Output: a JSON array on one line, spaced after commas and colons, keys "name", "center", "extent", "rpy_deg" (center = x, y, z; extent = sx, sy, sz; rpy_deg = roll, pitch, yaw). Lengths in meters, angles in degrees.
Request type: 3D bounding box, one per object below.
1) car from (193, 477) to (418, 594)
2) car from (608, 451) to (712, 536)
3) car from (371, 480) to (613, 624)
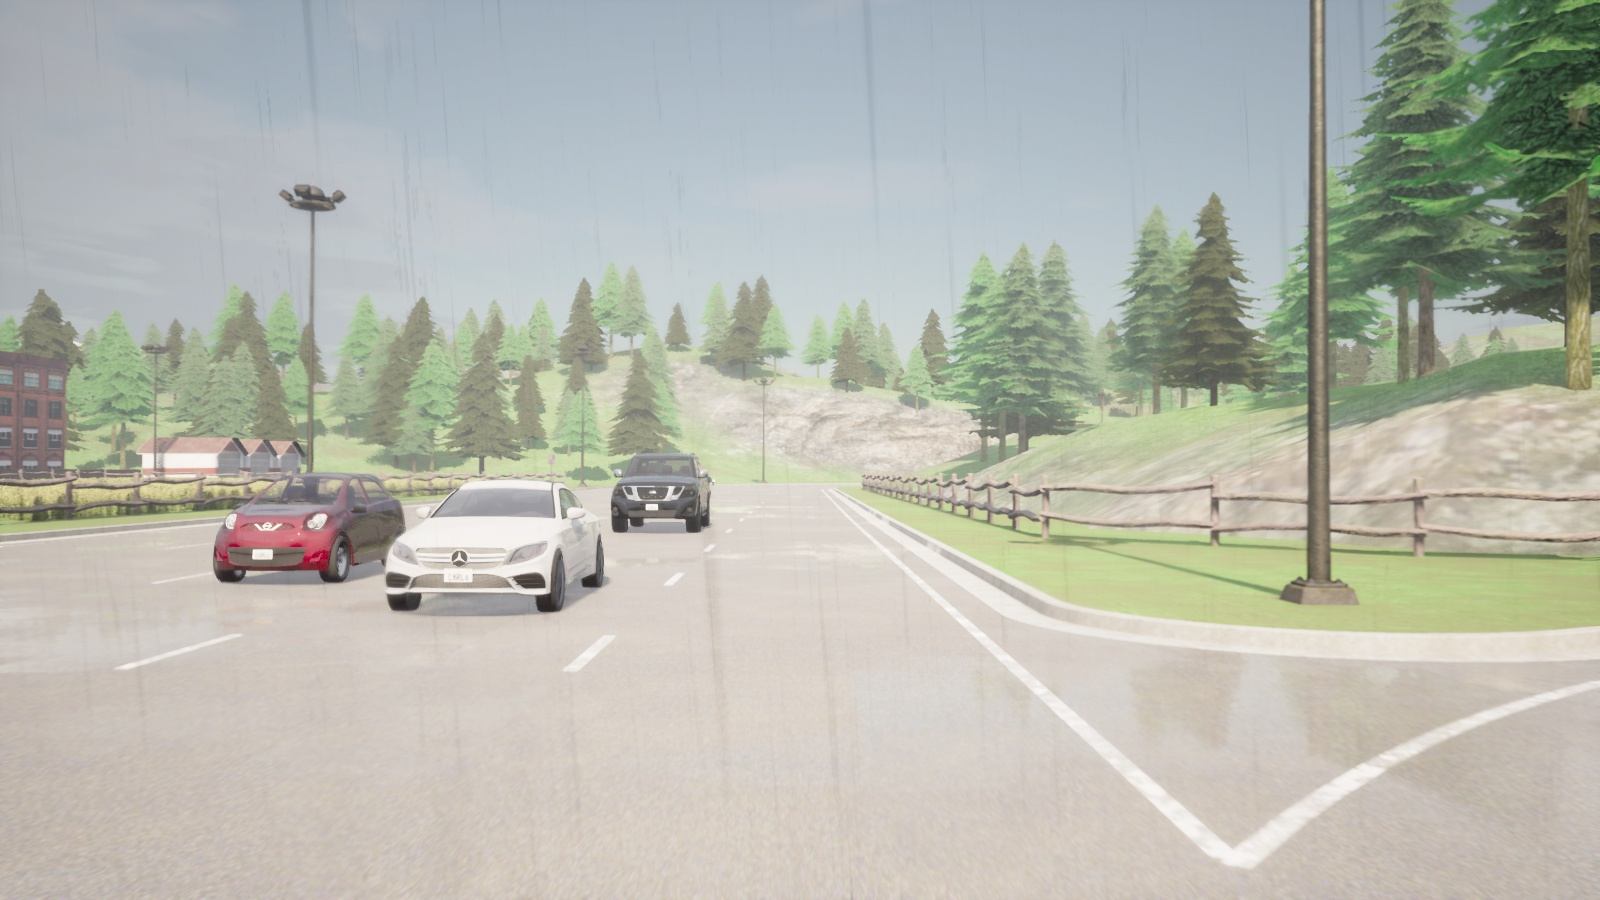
[{"name": "car", "center": [-7.044, 1.163, 18.295], "extent": [1.845, 1.501, 3.633], "rpy_deg": [0, -1, 0]}, {"name": "car", "center": [-3.581, 1.103, 33.184], "extent": [2.150, 2.045, 5.566], "rpy_deg": [0, -1, 0]}, {"name": "car", "center": [-3.537, 1.111, 15.340], "extent": [1.812, 1.442, 4.674], "rpy_deg": [0, -1, 0]}]
